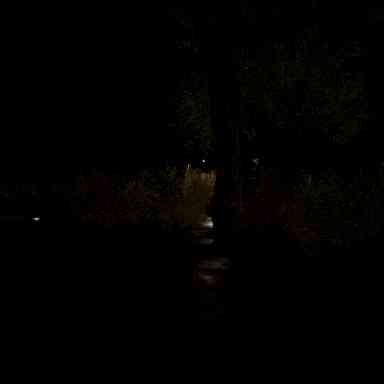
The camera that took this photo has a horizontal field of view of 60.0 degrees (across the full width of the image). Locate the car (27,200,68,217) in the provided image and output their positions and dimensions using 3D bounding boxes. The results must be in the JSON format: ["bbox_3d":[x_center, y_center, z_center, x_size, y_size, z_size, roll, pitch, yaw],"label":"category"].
[{"bbox_3d":[-13.859,1.617,33.454,1.882,1.535,5.008,0,0,41],"label":"car"}]
